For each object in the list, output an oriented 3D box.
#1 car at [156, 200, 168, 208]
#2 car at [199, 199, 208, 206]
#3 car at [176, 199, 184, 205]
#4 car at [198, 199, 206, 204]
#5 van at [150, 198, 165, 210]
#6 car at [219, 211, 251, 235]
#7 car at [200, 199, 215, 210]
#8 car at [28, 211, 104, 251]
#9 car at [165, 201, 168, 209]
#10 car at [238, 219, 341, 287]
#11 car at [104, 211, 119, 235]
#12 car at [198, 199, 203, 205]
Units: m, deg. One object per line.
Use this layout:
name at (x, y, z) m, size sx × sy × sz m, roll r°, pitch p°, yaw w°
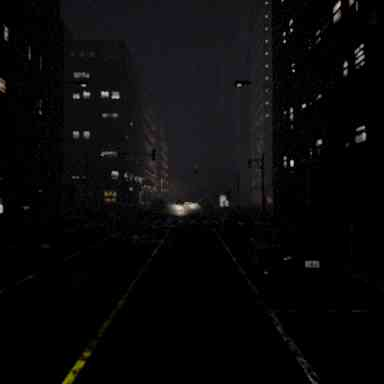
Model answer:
car at (-5.667, 2.330, 64.050) m, size 1.887 × 1.381 × 4.507 m, roll 0°, pitch -1°, yaw 0°
car at (2.719, 2.437, 80.629) m, size 1.967 × 1.590 × 4.097 m, roll 0°, pitch -1°, yaw 0°
car at (-2.978, 2.531, 81.797) m, size 1.812 × 1.442 × 4.674 m, roll 0°, pitch -1°, yaw 0°
car at (2.721, 2.692, 91.682) m, size 2.008 × 1.369 × 4.403 m, roll 0°, pitch -1°, yaw 0°
van at (-5.668, 1.988, 52.998) m, size 1.690 × 1.788 × 3.998 m, roll 0°, pitch -1°, yaw 0°
car at (2.703, 1.813, 20.589) m, size 1.947 × 1.339 × 4.313 m, roll 0°, pitch -1°, yaw 0°
car at (2.711, 2.228, 52.991) m, size 1.802 × 1.307 × 4.206 m, roll 0°, pitch -1°, yaw 0°
car at (-5.680, 1.747, 15.080) m, size 1.947 × 1.339 × 4.313 m, roll 0°, pitch -1°, yaw 0°
car at (-5.667, 2.031, 58.525) m, size 2.192 × 1.841 × 5.009 m, roll 0°, pitch -1°, yaw 0°
car at (2.700, 1.681, 9.542) m, size 1.947 × 1.339 × 4.313 m, roll 0°, pitch -1°, yaw 0°
car at (-5.678, 1.830, 20.603) m, size 1.802 × 1.307 × 4.206 m, roll 0°, pitch -1°, yaw 0°
car at (2.715, 2.225, 64.048) m, size 1.967 × 1.590 × 4.097 m, roll 0°, pitch -1°, yaw 0°
